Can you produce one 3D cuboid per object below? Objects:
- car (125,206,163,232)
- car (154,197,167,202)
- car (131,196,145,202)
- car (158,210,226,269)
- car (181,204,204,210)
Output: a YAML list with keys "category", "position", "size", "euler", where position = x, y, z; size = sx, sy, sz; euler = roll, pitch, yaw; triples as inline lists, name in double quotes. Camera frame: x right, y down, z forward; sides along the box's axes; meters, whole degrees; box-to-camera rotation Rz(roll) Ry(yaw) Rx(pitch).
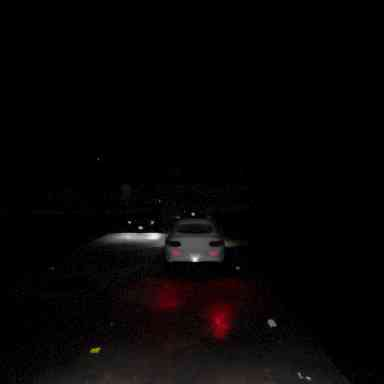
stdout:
- category: "car"
  position: [-2.850, 1.614, 21.112]
  size: [2.033, 1.411, 5.357]
  euler: [0, 0, 0]
- category: "car"
  position: [-8.560, 1.867, 88.644]
  size: [1.895, 1.301, 4.718]
  euler: [-1, 0, -32]
- category: "car"
  position: [-14.337, 1.935, 92.089]
  size: [2.128, 1.511, 4.902]
  euler: [-1, 0, -37]
- category: "car"
  position: [0.084, 1.550, 11.165]
  size: [1.812, 1.442, 4.674]
  euler: [0, 0, 0]
- category: "car"
  position: [0.084, 1.662, 27.379]
  size: [1.994, 1.385, 4.181]
  euler: [0, 0, 0]
